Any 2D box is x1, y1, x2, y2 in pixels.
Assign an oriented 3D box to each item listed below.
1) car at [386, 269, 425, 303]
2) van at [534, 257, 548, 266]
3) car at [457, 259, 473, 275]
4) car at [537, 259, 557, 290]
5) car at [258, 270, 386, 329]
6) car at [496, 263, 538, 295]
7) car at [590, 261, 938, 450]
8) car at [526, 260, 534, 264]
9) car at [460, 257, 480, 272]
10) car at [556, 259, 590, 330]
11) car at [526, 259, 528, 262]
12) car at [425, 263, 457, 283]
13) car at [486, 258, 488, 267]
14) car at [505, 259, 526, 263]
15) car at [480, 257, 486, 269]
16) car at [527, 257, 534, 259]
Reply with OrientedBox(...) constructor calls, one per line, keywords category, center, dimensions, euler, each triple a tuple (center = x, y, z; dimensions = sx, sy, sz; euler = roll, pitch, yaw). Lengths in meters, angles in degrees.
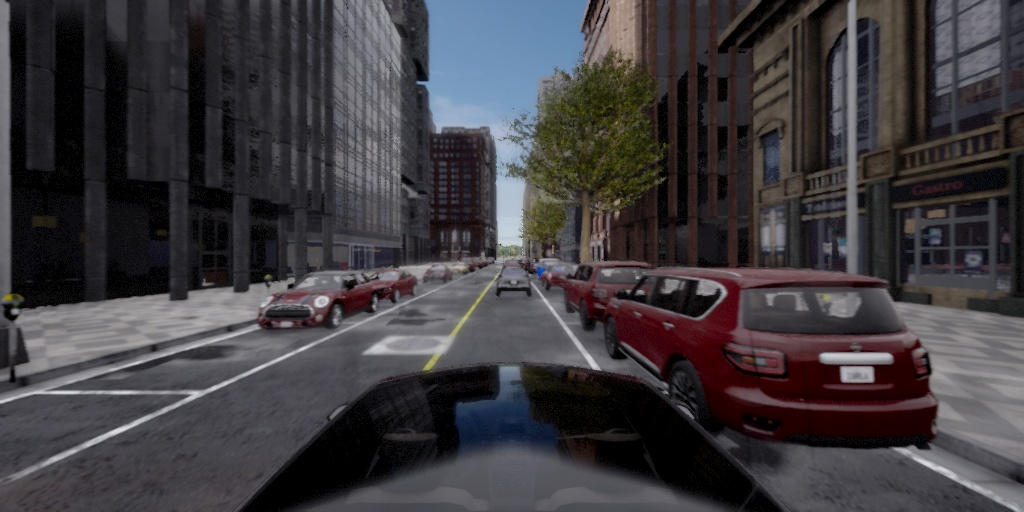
OrientedBox(category="car", center=(-5.672, 1.299, 16.645), dimensions=(1.888, 1.381, 4.507), euler=(0, 0, 0))
OrientedBox(category="van", center=(2.849, 1.094, 27.914), dimensions=(1.690, 1.789, 3.998), euler=(0, 0, 0))
OrientedBox(category="car", center=(-5.681, 1.289, 39.030), dimensions=(1.751, 1.417, 4.829), euler=(0, 0, 0))
OrientedBox(category="car", center=(2.851, 1.192, 22.275), dimensions=(1.967, 1.591, 4.097), euler=(0, 0, 0))
OrientedBox(category="car", center=(-5.670, 1.192, 11.006), dimensions=(1.967, 1.591, 4.097), euler=(0, 0, 0))
OrientedBox(category="car", center=(0.091, 1.300, 19.563), dimensions=(2.033, 1.411, 5.357), euler=(0, 0, 0))
OrientedBox(category="car", center=(2.857, 1.063, 5.356), dimensions=(2.192, 1.841, 5.009), euler=(0, 0, 0))
OrientedBox(category="car", center=(2.845, 1.343, 39.192), dimensions=(1.802, 1.307, 4.207), euler=(0, 0, 0))
OrientedBox(category="car", center=(-5.682, 1.089, 44.837), dimensions=(2.192, 1.841, 5.009), euler=(0, 0, 0))
OrientedBox(category="car", center=(2.855, 1.064, 10.995), dimensions=(2.192, 1.841, 5.009), euler=(0, 0, 0))
OrientedBox(category="car", center=(2.843, 1.337, 44.830), dimensions=(1.948, 1.339, 4.313), euler=(0, 0, 0))
OrientedBox(category="car", center=(-5.676, 1.338, 27.923), dimensions=(1.802, 1.307, 4.207), euler=(0, 0, 0))
OrientedBox(category="car", center=(-5.689, 1.378, 61.754), dimensions=(1.948, 1.339, 4.313), euler=(0, 0, 0))
OrientedBox(category="car", center=(0.078, 1.111, 38.056), dimensions=(2.097, 1.767, 4.553), euler=(0, 0, 0))
OrientedBox(category="car", center=(-5.686, 1.115, 56.115), dimensions=(2.192, 1.841, 5.009), euler=(0, 0, 0))
OrientedBox(category="car", center=(2.841, 1.099, 50.470), dimensions=(2.192, 1.841, 5.009), euler=(0, 0, 0))
